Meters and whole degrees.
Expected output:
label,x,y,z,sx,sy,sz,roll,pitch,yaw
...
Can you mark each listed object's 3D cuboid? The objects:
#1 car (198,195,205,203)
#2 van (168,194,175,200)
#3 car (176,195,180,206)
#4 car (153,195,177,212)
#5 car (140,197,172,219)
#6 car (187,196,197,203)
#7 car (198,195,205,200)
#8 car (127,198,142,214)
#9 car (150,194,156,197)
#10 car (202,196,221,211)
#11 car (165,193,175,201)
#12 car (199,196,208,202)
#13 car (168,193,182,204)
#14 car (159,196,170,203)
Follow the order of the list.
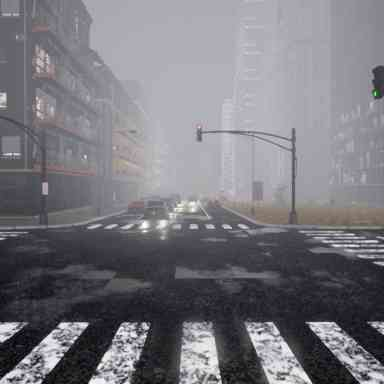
label,x,y,z,sx,sy,sz,roll,pitch,yaw
car,2.631,1.551,63.715,2.008,1.369,4.403,-1,0,0
van,-5.726,1.351,91.900,1.690,1.788,3.998,-1,0,0
car,-3.101,1.522,48.811,1.812,1.442,4.674,0,0,0
car,-3.105,1.473,38.929,1.882,1.535,5.008,0,0,0
car,-3.106,1.501,29.382,1.837,1.490,4.892,0,0,0
car,0.085,1.479,69.837,1.882,1.535,5.008,0,0,0
car,2.623,1.535,92.131,1.752,1.417,4.829,-1,0,0
car,-5.709,1.540,35.411,1.887,1.381,4.507,-1,0,0
car,-5.712,1.436,41.060,1.967,1.590,4.097,-1,0,0
car,2.636,1.541,41.120,1.887,1.381,4.507,-1,0,0
car,-5.725,1.322,86.252,2.192,1.841,5.009,-1,0,0
car,2.628,1.548,75.014,1.887,1.381,4.507,-1,0,0
car,-3.054,1.221,59.369,2.150,2.045,5.566,0,0,1
car,-5.717,1.584,69.305,1.802,1.307,4.206,-1,0,0
